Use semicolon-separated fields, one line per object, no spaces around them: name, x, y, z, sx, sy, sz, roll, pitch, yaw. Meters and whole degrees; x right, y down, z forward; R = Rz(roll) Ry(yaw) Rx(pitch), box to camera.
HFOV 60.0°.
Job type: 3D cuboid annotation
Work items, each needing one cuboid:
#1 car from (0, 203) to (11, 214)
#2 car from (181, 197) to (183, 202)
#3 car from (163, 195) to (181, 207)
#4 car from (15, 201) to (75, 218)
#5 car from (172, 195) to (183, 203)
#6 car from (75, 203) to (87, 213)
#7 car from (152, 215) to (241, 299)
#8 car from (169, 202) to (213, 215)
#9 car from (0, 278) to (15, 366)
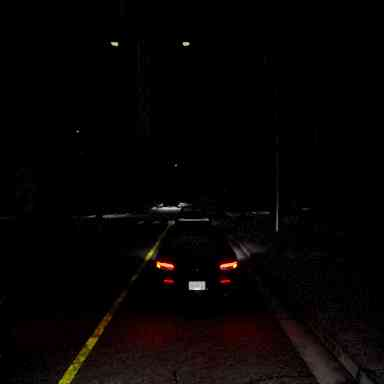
car;-19.858;1.761;37.433;4.507;1.381;1.887;-1;0;0
car;-3.092;1.480;59.436;1.837;1.490;4.892;0;0;0
car;-3.109;1.547;49.482;1.994;1.385;4.181;0;0;0
car;-14.082;1.710;31.541;4.718;1.301;1.895;-1;0;-1
car;-3.018;1.458;69.524;2.128;1.511;4.902;0;0;0
car;-14.404;1.687;37.465;4.829;1.417;1.752;-1;0;0
car;0.095;1.526;8.306;1.812;1.442;4.674;0;0;0
car;0.097;1.491;17.681;2.128;1.511;4.902;0;0;1
car;-3.103;1.492;2.138;2.128;1.511;4.902;0;0;0
